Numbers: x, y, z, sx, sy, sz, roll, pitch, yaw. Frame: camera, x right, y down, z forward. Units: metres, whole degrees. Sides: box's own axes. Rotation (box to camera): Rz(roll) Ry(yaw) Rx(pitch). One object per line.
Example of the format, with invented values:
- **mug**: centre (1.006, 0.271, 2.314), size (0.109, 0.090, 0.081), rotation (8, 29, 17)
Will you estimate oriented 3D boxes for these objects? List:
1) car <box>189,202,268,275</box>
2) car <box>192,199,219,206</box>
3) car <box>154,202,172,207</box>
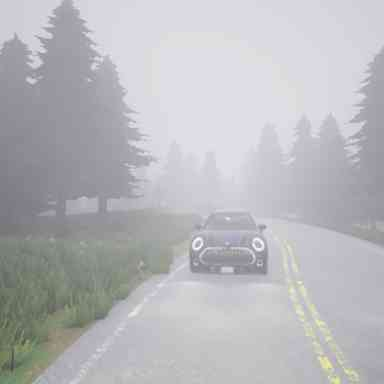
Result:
- **car**: centre (1.230, 1.363, 10.550), size (2.097, 1.767, 4.553), rotation (-1, 0, 9)
- **car**: centre (1.602, 1.567, 35.575), size (1.837, 1.490, 4.892), rotation (3, -3, -27)
- **car**: centre (-4.562, 2.071, 43.826), size (4.674, 1.442, 1.812), rotation (-5, -7, 45)
